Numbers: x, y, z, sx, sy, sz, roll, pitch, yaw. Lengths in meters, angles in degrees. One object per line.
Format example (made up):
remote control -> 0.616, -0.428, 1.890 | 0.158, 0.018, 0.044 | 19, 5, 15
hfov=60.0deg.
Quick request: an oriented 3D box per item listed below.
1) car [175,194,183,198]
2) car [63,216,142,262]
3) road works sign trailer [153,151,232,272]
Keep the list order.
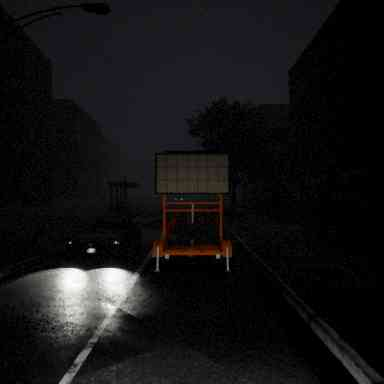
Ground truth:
car -> -3.377, 0.899, 85.002 | 1.812, 1.442, 4.674 | 0, 0, 0
car -> -3.018, 1.570, 11.980 | 1.994, 1.385, 4.181 | 0, 0, 0
road works sign trailer -> 0.019, 0.470, 10.834 | 2.380, 3.560, 2.880 | 0, 0, 0
